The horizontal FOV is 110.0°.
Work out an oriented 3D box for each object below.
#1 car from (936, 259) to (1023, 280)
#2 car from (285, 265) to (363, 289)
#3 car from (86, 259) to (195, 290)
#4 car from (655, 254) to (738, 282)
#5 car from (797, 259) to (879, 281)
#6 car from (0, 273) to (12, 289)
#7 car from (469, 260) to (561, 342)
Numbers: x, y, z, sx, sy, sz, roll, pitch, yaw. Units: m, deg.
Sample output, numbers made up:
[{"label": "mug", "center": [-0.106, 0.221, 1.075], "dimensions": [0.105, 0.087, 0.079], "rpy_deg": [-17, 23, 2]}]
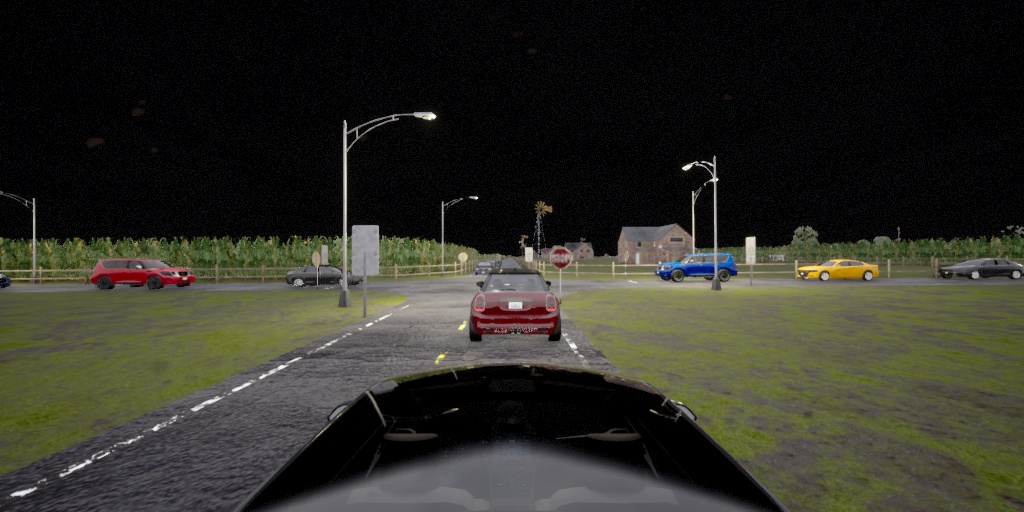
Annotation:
[{"label": "car", "center": [34.233, 0.949, 26.230], "dimensions": [4.892, 1.490, 1.837], "rpy_deg": [-1, 0, 0]}, {"label": "car", "center": [-12.432, 1.357, 24.068], "dimensions": [4.892, 1.490, 1.837], "rpy_deg": [-1, 0, -3]}, {"label": "car", "center": [-24.718, 1.184, 24.096], "dimensions": [5.566, 2.045, 2.150], "rpy_deg": [0, 0, 1]}, {"label": "car", "center": [13.564, 0.851, 26.519], "dimensions": [5.566, 2.045, 2.150], "rpy_deg": [-1, 0, 0]}, {"label": "car", "center": [23.871, 1.014, 26.377], "dimensions": [5.008, 1.535, 1.882], "rpy_deg": [-1, 0, 1]}, {"label": "car", "center": [-37.185, 1.429, 24.276], "dimensions": [4.553, 1.767, 2.097], "rpy_deg": [0, 0, 1]}, {"label": "car", "center": [0.058, 1.103, 9.982], "dimensions": [2.097, 1.767, 4.553], "rpy_deg": [0, 0, -1]}]
